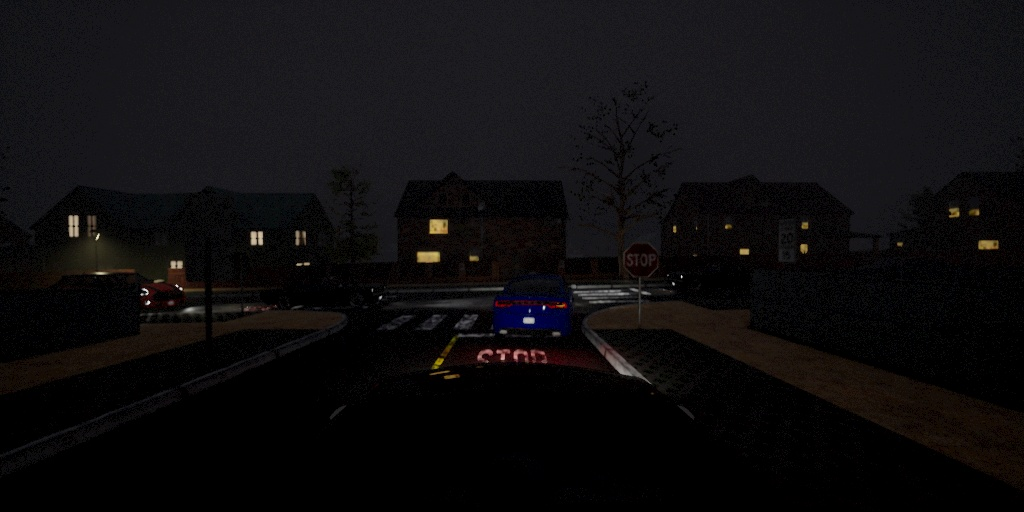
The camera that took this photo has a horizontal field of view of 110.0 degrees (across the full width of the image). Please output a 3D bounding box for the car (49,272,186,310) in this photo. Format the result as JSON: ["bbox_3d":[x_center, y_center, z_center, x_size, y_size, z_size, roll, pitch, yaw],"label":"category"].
[{"bbox_3d":[-16.811,1.481,15.298,4.553,1.767,2.097,-1,1,0],"label":"car"}]

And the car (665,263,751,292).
[{"bbox_3d":[10.396,1.046,18.257,4.718,1.301,1.895,-1,1,-1],"label":"car"}]

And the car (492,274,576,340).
[{"bbox_3d":[0.779,1.232,10.113,1.882,1.535,5.008,0,0,10],"label":"car"}]

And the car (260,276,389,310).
[{"bbox_3d":[-7.823,1.515,15.314,4.718,1.301,1.895,-1,1,0],"label":"car"}]

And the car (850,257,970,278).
[{"bbox_3d":[20.042,0.765,18.301,5.357,1.411,2.033,-1,1,0],"label":"car"}]
